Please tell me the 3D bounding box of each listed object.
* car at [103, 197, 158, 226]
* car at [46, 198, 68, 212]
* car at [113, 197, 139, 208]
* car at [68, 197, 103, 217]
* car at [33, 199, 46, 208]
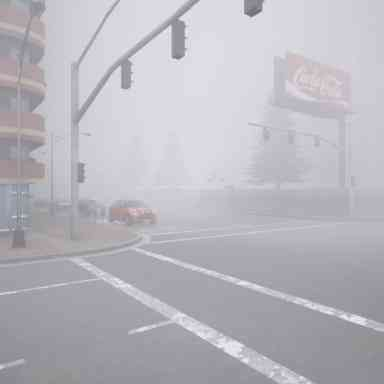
[{"bbox_3d":[-4.315,1.352,23.899,2.097,1.767,4.553,0,0,-36],"label":"car"},{"bbox_3d":[-15.323,1.478,39.107,1.882,1.535,5.008,0,0,-36],"label":"car"},{"bbox_3d":[-9.975,1.504,49.944,1.837,1.490,4.892,0,0,-36],"label":"car"},{"bbox_3d":[-9.652,1.491,31.265,2.128,1.511,4.902,0,0,-36],"label":"car"},{"bbox_3d":[-21.261,1.601,47.367,1.895,1.301,4.718,0,0,-35],"label":"car"}]
